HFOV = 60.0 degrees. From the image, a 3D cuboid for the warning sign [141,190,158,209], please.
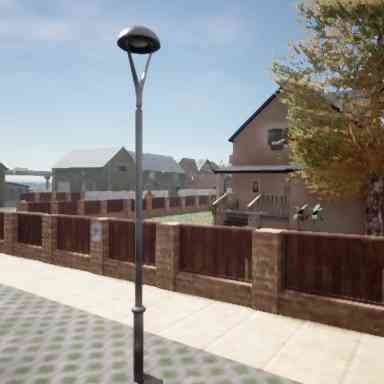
[{"bbox_3d":[-4.289,0.750,33.561,1.300,1.860,1.060,1,0,35],"label":"warning sign"}]
